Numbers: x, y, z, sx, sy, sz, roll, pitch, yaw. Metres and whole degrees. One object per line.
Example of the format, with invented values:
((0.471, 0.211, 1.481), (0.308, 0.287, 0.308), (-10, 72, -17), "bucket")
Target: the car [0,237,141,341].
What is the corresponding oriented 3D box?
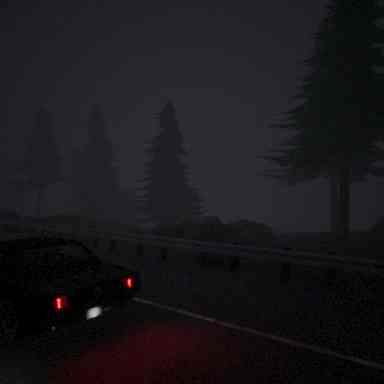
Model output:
((-3.294, 1.565, 6.481), (4.718, 1.301, 1.895), (0, 0, 37), "car")
